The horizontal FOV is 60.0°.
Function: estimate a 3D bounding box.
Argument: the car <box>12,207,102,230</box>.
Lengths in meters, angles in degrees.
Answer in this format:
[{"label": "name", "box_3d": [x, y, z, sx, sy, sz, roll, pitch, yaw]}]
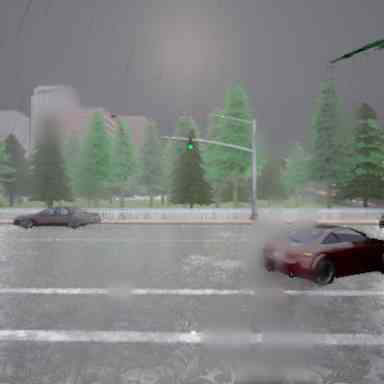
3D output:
[{"label": "car", "box_3d": [-8.692, 1.665, 21.697, 5.357, 1.411, 2.033, 0, 0, 2]}]

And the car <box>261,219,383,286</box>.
[{"label": "car", "box_3d": [4.078, 1.633, 9.588, 4.181, 1.385, 1.994, 0, -1, -27]}]

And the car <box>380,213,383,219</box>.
[{"label": "car", "box_3d": [13.039, 1.310, 17.608, 5.566, 2.045, 2.150, 0, 0, 2]}]
